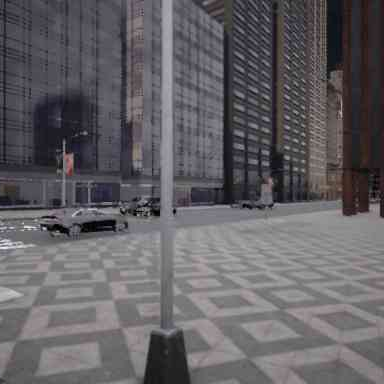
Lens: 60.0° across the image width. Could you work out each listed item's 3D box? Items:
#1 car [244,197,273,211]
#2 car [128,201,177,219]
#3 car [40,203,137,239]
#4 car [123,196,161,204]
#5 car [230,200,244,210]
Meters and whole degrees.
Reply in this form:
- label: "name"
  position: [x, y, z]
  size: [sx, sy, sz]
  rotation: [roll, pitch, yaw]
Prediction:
- label: "car"
  position: [10.619, 1.770, 51.491]
  size: [2.150, 2.045, 5.566]
  rotation: [0, -1, 36]
- label: "car"
  position: [-3.600, 1.820, 31.955]
  size: [1.895, 1.301, 4.718]
  rotation: [0, -1, 36]
- label: "car"
  position: [-5.615, 1.567, 17.890]
  size: [2.128, 1.511, 4.902]
  rotation: [0, -1, 36]
- label: "car"
  position: [-5.183, 1.458, 35.307]
  size: [2.150, 2.045, 5.566]
  rotation: [0, -1, 36]
- label: "car"
  position: [7.882, 2.027, 53.258]
  size: [2.128, 1.511, 4.902]
  rotation: [0, -1, 36]
